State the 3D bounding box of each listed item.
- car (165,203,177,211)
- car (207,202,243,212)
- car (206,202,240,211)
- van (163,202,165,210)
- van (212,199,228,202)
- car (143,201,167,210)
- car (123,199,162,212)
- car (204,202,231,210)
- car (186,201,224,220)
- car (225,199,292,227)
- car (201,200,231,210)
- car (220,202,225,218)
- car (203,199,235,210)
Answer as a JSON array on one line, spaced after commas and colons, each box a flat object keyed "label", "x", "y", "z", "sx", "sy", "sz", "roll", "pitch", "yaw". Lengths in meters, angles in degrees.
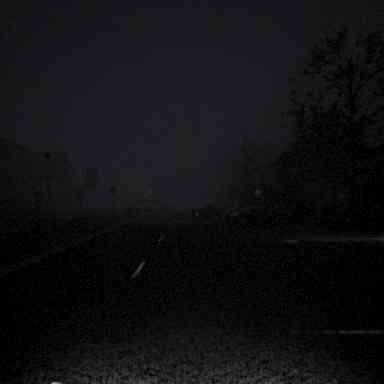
[{"label": "car", "x": -3.573, "y": 2.552, "z": 58.207, "sx": 2.033, "sy": 1.411, "sz": 5.357, "roll": 0, "pitch": -2, "yaw": 0}, {"label": "car", "x": 5.057, "y": 2.278, "z": 51.983, "sx": 5.366, "sy": 1.575, "sz": 1.946, "roll": 0, "pitch": -2, "yaw": 0}, {"label": "car", "x": 5.034, "y": 2.361, "z": 54.643, "sx": 5.366, "sy": 1.575, "sz": 1.946, "roll": 0, "pitch": -2, "yaw": -1}, {"label": "van", "x": -7.313, "y": 2.172, "z": 55.690, "sx": 4.442, "sy": 1.987, "sz": 1.878, "roll": 0, "pitch": -2, "yaw": -1}, {"label": "van", "x": 4.779, "y": 1.974, "z": 49.194, "sx": 4.442, "sy": 1.987, "sz": 1.878, "roll": 0, "pitch": -2, "yaw": 0}, {"label": "car", "x": -7.538, "y": 2.744, "z": 67.821, "sx": 4.553, "sy": 1.767, "sz": 2.185, "roll": 0, "pitch": -2, "yaw": -1}, {"label": "car", "x": -7.562, "y": 2.210, "z": 49.729, "sx": 5.366, "sy": 1.575, "sz": 1.946, "roll": 0, "pitch": -2, "yaw": 0}, {"label": "car", "x": 4.756, "y": 2.677, "z": 63.144, "sx": 4.892, "sy": 1.521, "sz": 2.231, "roll": 0, "pitch": -2, "yaw": -1}, {"label": "car", "x": 1.465, "y": 1.915, "z": 32.858, "sx": 1.812, "sy": 1.442, "sz": 4.674, "roll": -1, "pitch": -1, "yaw": 25}, {"label": "car", "x": 5.118, "y": 1.650, "z": 25.230, "sx": 4.553, "sy": 1.767, "sz": 2.185, "roll": 0, "pitch": -1, "yaw": 0}, {"label": "car", "x": 4.699, "y": 2.536, "z": 65.821, "sx": 5.566, "sy": 2.045, "sz": 2.435, "roll": 0, "pitch": -2, "yaw": -1}, {"label": "car", "x": 5.045, "y": 1.855, "z": 28.398, "sx": 4.674, "sy": 1.452, "sz": 2.002, "roll": 0, "pitch": -1, "yaw": 0}, {"label": "car", "x": 4.771, "y": 2.312, "z": 60.363, "sx": 5.566, "sy": 2.045, "sz": 2.435, "roll": 0, "pitch": -2, "yaw": -1}]
